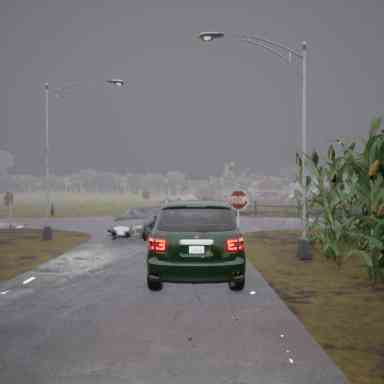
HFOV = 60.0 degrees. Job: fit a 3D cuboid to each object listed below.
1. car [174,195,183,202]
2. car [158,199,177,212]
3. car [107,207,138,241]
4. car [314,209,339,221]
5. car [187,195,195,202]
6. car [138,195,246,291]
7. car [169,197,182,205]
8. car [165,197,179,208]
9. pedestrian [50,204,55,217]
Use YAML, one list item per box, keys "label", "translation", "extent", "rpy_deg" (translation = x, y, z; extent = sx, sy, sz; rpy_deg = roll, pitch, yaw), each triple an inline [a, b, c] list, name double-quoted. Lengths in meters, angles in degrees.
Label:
- label: "car"
  translation: [-2.887, 1.466, 73.812]
  extent: [1.882, 1.535, 5.008]
  rpy_deg: [0, 0, 0]
- label: "car"
  translation: [-2.920, 1.553, 39.842]
  extent: [1.994, 1.385, 4.181]
  rpy_deg: [0, 0, 0]
- label: "car"
  translation: [-2.479, 1.484, 16.483]
  extent: [2.128, 1.511, 4.902]
  rpy_deg: [0, 0, 13]
- label: "car"
  translation: [12.596, 1.522, 26.289]
  extent: [5.357, 1.411, 2.033]
  rpy_deg: [0, 2, 0]
- label: "car"
  translation: [-0.150, 1.479, 80.826]
  extent: [1.882, 1.535, 5.008]
  rpy_deg: [0, 0, 0]
- label: "car"
  translation: [0.087, 1.217, 9.161]
  extent: [2.150, 2.045, 5.566]
  rpy_deg: [0, 0, 0]
- label: "car"
  translation: [-2.936, 1.557, 60.222]
  extent: [1.994, 1.385, 4.181]
  rpy_deg: [0, 0, 0]
- label: "car"
  translation: [-2.929, 1.468, 49.827]
  extent: [1.882, 1.535, 5.008]
  rpy_deg: [0, 0, 0]
- label: "pedestrian"
  translation: [-12.236, 1.612, 29.176]
  extent: [0.500, 1.100, 0.500]
  rpy_deg: [0, 2, 0]
